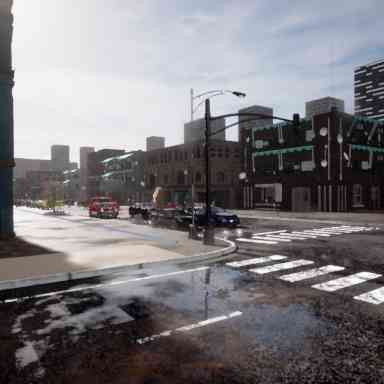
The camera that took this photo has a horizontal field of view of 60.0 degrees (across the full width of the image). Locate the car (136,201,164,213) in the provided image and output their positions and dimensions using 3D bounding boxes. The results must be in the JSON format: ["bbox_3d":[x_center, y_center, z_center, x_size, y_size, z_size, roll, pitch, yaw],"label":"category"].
[{"bbox_3d":[-5.599,1.967,43.884,1.802,1.307,4.206,-2,0,-35],"label":"car"}]

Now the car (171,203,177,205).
[{"bbox_3d":[-2.398,1.904,39.369,1.802,1.307,4.206,-2,0,-35],"label":"car"}]

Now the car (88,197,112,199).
[{"bbox_3d":[-10.850,1.675,41.308,2.150,2.045,5.566,-1,0,-35],"label":"car"}]

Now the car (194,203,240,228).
[{"bbox_3d":[1.508,1.774,23.846,1.994,1.385,4.181,-1,0,-35],"label":"car"}]

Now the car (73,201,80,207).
[{"bbox_3d":[-21.610,2.229,66.458,1.887,1.381,4.507,-1,0,-35],"label":"car"}]

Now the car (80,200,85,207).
[{"bbox_3d":[-18.414,1.941,61.943,2.192,1.841,5.009,-1,0,-35],"label":"car"}]

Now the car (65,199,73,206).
[{"bbox_3d":[-28.014,2.365,75.489,1.947,1.339,4.313,-1,0,-35],"label":"car"}]

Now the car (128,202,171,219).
[{"bbox_3d":[-4.522,1.821,32.367,2.128,1.511,4.902,-1,0,-35],"label":"car"}]

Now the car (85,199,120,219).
[{"bbox_3d":[-9.236,1.847,34.519,1.967,1.590,4.097,-1,0,-35],"label":"car"}]

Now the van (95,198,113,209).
[{"bbox_3d":[-15.211,1.908,57.428,1.690,1.788,3.998,-1,0,-35],"label":"van"}]

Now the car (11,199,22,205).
[{"bbox_3d":[-44.454,2.599,84.184,1.887,1.381,4.507,-1,0,-35],"label":"car"}]

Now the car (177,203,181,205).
[{"bbox_3d":[0.803,1.810,34.854,2.008,1.369,4.403,-2,0,-35],"label":"car"}]

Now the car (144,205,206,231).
[{"bbox_3d":[-1.305,1.815,23.130,1.947,1.339,4.313,-1,0,-35],"label":"car"}]

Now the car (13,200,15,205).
[{"bbox_3d":[-41.252,2.549,79.670,2.008,1.369,4.403,-1,0,-35],"label":"car"}]

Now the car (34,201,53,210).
[{"bbox_3d":[-25.145,2.234,56.956,1.752,1.417,4.829,-1,0,-35],"label":"car"}]

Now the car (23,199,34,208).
[{"bbox_3d":[-31.647,2.377,66.125,2.008,1.369,4.403,-1,0,-35],"label":"car"}]

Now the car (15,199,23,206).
[{"bbox_3d":[-38.053,2.381,75.154,1.967,1.590,4.097,-1,0,-35],"label":"car"}]
